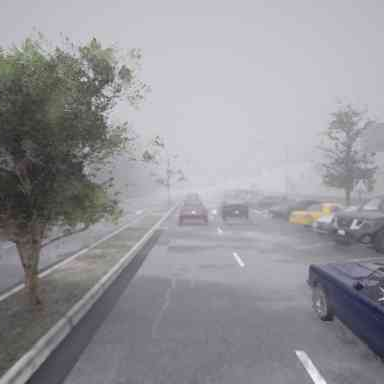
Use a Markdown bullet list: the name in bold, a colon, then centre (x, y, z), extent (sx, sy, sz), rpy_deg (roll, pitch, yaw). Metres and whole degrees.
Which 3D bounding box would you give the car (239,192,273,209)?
- **car**: centre (8.050, 1.092, 37.084), extent (4.792, 1.488, 2.163), rpy_deg (0, 1, -20)

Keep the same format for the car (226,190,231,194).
- **car**: centre (8.071, 0.889, 49.048), extent (4.892, 1.521, 2.231), rpy_deg (1, 1, -20)

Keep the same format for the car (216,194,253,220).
- **car**: centre (3.103, 1.220, 25.463), extent (1.882, 1.535, 5.008), rpy_deg (0, 1, 0)

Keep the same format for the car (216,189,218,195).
- **car**: centre (8.051, 0.630, 66.939), extent (4.792, 1.488, 2.163), rpy_deg (0, 2, -20)

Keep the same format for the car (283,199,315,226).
- **car**: centre (8.245, 1.321, 19.156), extent (5.366, 1.575, 1.946), rpy_deg (1, 1, -20)

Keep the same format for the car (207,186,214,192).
- **car**: centre (7.910, -0.101, 93.735), extent (5.366, 1.575, 1.946), rpy_deg (0, 2, -20)

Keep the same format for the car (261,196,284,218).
- **car**: centre (8.048, 1.267, 25.079), extent (4.792, 1.488, 2.163), rpy_deg (1, 1, -20)

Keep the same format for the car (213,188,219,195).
- **car**: centre (7.907, 0.535, 69.866), extent (5.366, 1.575, 1.946), rpy_deg (0, 2, -20)

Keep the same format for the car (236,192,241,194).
- **car**: centre (8.071, 1.059, 40.102), extent (4.674, 1.452, 2.002), rpy_deg (0, 1, -20)

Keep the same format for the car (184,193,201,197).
- **car**: centre (0.105, 0.863, 41.393), extent (2.097, 1.767, 4.553), rpy_deg (0, 1, 0)

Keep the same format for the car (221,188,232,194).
- **car**: centre (8.056, 0.593, 52.012), extent (5.566, 2.045, 2.435), rpy_deg (0, 1, -20)

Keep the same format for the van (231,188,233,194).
- **van**: centre (8.188, 0.707, 46.105), extent (4.442, 1.987, 1.878), rpy_deg (0, 1, -20)

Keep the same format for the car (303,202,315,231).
- **car**: centre (8.077, 1.400, 16.084), extent (4.674, 1.452, 2.002), rpy_deg (1, 1, -20)

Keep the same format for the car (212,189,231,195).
- **car**: centre (8.108, 0.020, 90.832), extent (4.792, 1.488, 2.163), rpy_deg (0, 2, -20)

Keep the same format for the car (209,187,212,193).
- **car**: centre (7.908, 0.074, 87.771), extent (5.366, 1.575, 1.946), rpy_deg (0, 2, -20)

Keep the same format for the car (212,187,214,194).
- **car**: centre (8.053, 0.122, 81.860), extent (4.553, 1.767, 2.185), rpy_deg (0, 1, -20)

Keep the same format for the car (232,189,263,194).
- **car**: centre (8.048, 0.849, 43.072), extent (4.553, 1.767, 2.185), rpy_deg (0, 1, -20)

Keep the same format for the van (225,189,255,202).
- **van**: centre (7.972, 0.574, 54.966), extent (4.442, 1.987, 1.878), rpy_deg (0, 1, -20)

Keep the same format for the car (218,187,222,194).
- **car**: centre (8.107, 0.505, 58.008), extent (5.566, 2.045, 2.435), rpy_deg (0, 1, -20)

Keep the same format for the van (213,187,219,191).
- **van**: centre (7.976, 0.103, 78.831), extent (4.442, 1.987, 1.878), rpy_deg (0, 2, -20)

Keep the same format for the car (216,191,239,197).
- **car**: centre (8.075, 0.442, 75.907), extent (4.674, 1.452, 2.002), rpy_deg (0, 1, -20)

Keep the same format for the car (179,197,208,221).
- **car**: centre (0.103, 1.321, 24.387), extent (1.994, 1.385, 4.181), rpy_deg (0, 1, 0)

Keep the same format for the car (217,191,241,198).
- **car**: centre (8.106, 0.505, 72.935), extent (4.792, 1.488, 2.163), rpy_deg (0, 1, -20)

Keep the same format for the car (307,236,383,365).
- **car**: centre (3.100, 1.581, 4.211), extent (1.895, 1.301, 4.718), rpy_deg (0, 0, 0)

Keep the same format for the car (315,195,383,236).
- **car**: centre (8.049, 1.146, 13.061), extent (5.566, 2.045, 2.435), rpy_deg (1, 1, -20)
